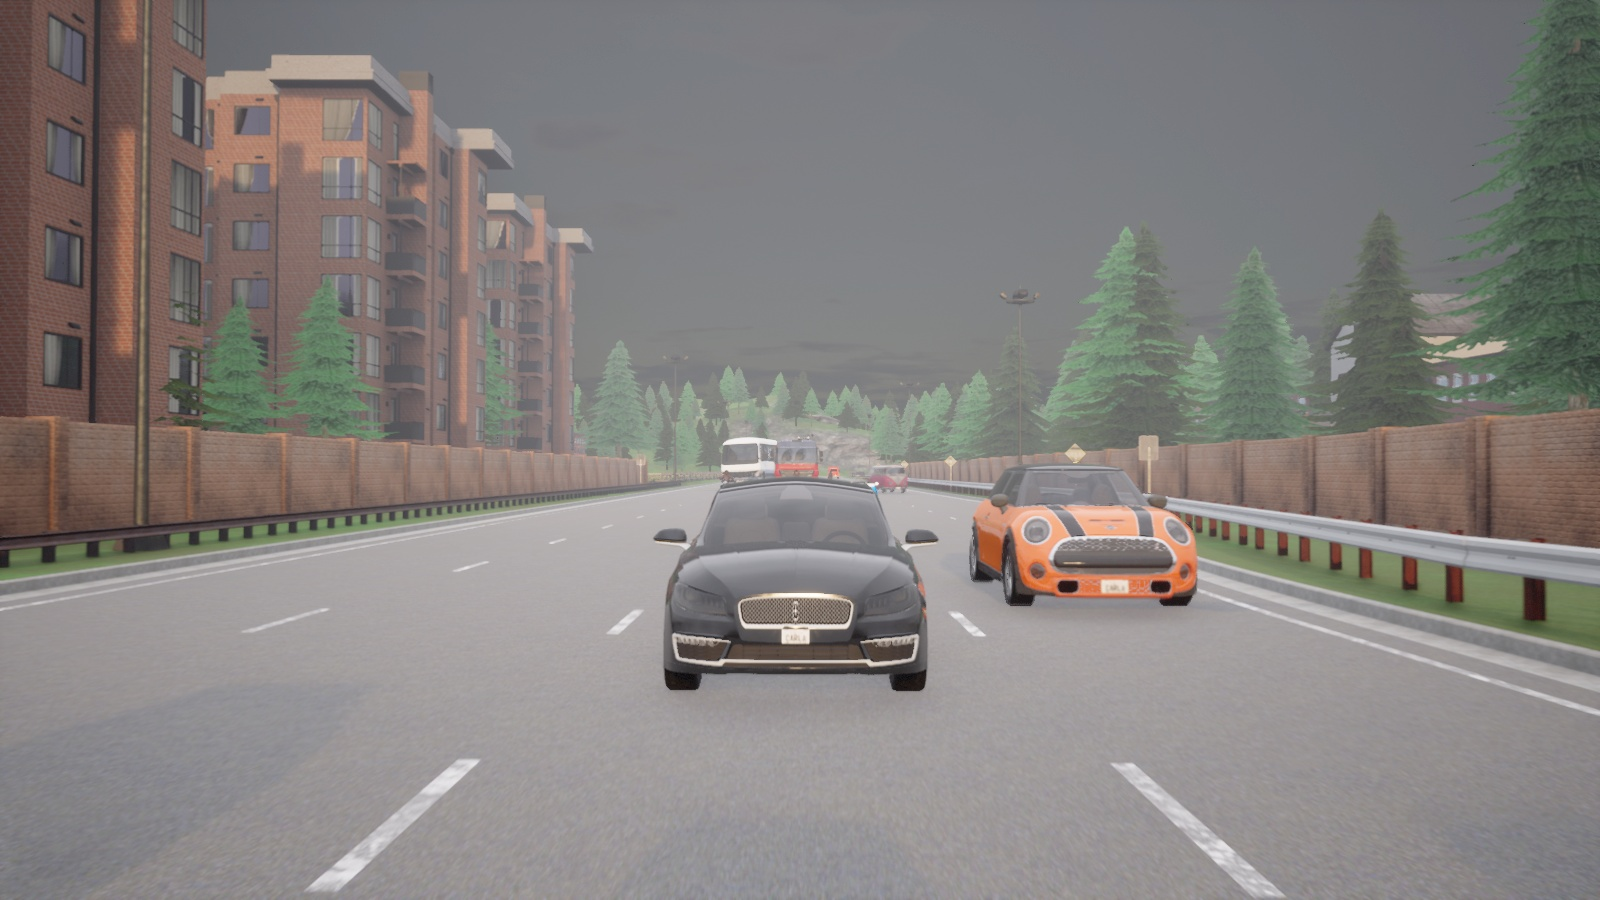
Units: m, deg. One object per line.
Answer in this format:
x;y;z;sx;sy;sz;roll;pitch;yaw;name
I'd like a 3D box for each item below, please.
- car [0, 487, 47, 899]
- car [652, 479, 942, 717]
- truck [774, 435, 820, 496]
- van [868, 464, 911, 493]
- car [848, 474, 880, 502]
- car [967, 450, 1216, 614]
-3.506;0.832;2.300;1.970;1.475;3.806;0;-1;0;car
-0.025;0.995;10.427;1.837;1.490;4.892;0;-1;0;car
-0.208;1.049;83.699;2.891;3.827;8.468;0;-1;0;truck
6.297;2.025;88.825;1.775;1.987;4.442;0;-1;-13;van
3.283;1.939;64.802;1.481;1.376;2.207;1;-1;0;car
3.467;0.925;15.912;2.097;1.767;4.553;0;-1;0;car
